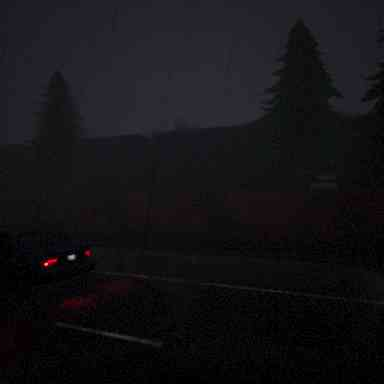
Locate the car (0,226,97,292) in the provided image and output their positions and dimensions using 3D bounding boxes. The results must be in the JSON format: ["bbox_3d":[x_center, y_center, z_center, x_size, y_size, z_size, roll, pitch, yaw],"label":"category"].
[{"bbox_3d":[-5.218,1.658,9.083,5.357,1.411,2.033,0,-1,23],"label":"car"}]
